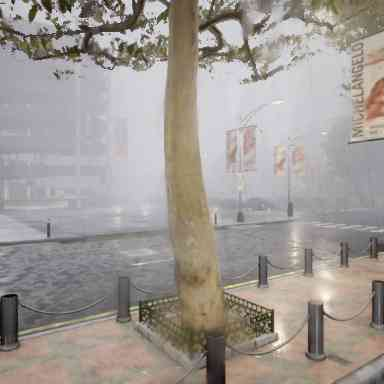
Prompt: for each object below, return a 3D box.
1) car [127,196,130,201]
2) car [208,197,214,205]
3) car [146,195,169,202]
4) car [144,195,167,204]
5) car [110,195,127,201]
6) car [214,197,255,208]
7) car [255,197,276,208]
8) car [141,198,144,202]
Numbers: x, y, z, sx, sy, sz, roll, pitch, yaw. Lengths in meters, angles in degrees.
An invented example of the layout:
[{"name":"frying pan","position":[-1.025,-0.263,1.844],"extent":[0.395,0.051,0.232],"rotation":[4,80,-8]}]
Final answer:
[{"name":"car","position":[-17.525,1.440,81.099],"extent":[4.892,1.490,1.837],"rotation":[0,0,12]},{"name":"car","position":[4.178,1.547,55.966],"extent":[2.033,1.411,5.357],"rotation":[0,0,-36]},{"name":"car","position":[-7.932,1.525,77.283],"extent":[4.902,1.511,2.128],"rotation":[0,0,26]},{"name":"car","position":[-6.310,1.505,62.950],"extent":[4.892,1.490,1.837],"rotation":[0,0,42]},{"name":"car","position":[-18.488,1.427,77.735],"extent":[5.008,1.535,1.882],"rotation":[0,0,12]},{"name":"car","position":[5.980,1.547,47.423],"extent":[2.033,1.411,5.357],"rotation":[0,0,-35]},{"name":"car","position":[9.825,1.505,48.023],"extent":[1.837,1.490,4.892],"rotation":[0,0,-36]},{"name":"car","position":[-8.956,1.478,73.872],"extent":[5.008,1.535,1.882],"rotation":[0,0,30]}]
